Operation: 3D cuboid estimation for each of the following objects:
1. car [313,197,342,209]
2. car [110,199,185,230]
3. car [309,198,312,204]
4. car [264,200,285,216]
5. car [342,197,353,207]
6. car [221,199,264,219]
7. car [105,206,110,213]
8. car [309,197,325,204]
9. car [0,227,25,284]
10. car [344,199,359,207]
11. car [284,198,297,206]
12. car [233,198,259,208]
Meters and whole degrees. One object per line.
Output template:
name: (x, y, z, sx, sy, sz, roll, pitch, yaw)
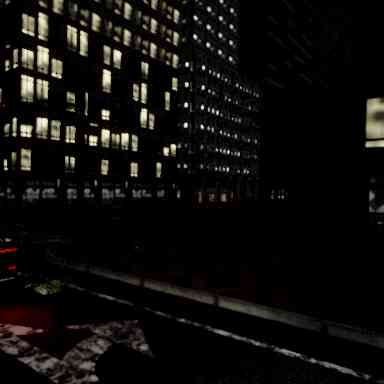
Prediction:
car: (21.529, 1.757, 52.831, 2.192, 1.841, 5.009, 2, 0, 37)
car: (-2.424, 1.351, 21.447, 2.192, 1.841, 5.009, 2, 0, 37)
car: (25.118, 1.943, 71.348, 1.802, 1.307, 4.206, 2, 0, 37)
car: (7.836, 1.794, 34.899, 1.802, 1.307, 4.206, 2, 0, 37)
car: (28.373, 1.870, 61.798, 2.192, 1.841, 5.009, 2, 0, 37)
car: (4.518, 1.681, 30.550, 1.752, 1.417, 4.829, 2, 0, 37)
car: (-5.770, 1.369, 30.878, 1.752, 1.417, 4.829, 2, 0, 37)
car: (28.539, 1.967, 75.830, 2.008, 1.369, 4.403, 2, 0, 37)
car: (-5.896, 1.398, 8.002, 4.892, 1.490, 1.837, 0, 0, 37)
car: (31.790, 2.155, 66.283, 1.887, 1.381, 4.507, 2, 0, 37)
car: (18.175, 1.773, 62.250, 1.752, 1.417, 4.829, 2, 0, 37)
car: (8.015, 1.645, 48.940, 1.947, 1.339, 4.313, 2, 0, 37)
